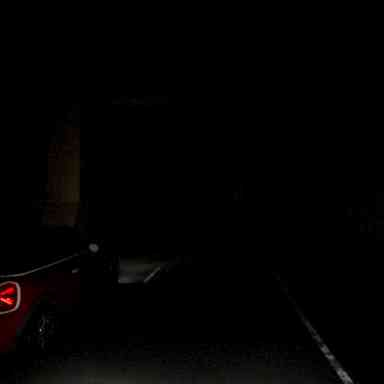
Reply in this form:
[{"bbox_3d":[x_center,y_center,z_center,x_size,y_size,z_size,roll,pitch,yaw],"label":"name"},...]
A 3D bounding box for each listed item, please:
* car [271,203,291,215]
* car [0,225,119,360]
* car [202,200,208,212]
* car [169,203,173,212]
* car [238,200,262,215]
[{"bbox_3d":[10.809,1.989,40.310,2.033,1.411,5.357,0,-1,23],"label":"car"},{"bbox_3d":[-2.936,1.398,6.269,2.097,1.767,4.553,0,-1,4],"label":"car"},{"bbox_3d":[0.474,1.771,43.395,2.097,1.767,4.553,0,-1,24],"label":"car"},{"bbox_3d":[-3.969,1.908,41.979,1.812,1.442,4.674,0,-1,24],"label":"car"},{"bbox_3d":[7.179,1.779,40.698,2.097,1.767,4.553,0,-1,23],"label":"car"}]
